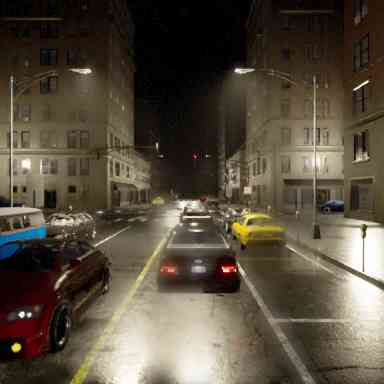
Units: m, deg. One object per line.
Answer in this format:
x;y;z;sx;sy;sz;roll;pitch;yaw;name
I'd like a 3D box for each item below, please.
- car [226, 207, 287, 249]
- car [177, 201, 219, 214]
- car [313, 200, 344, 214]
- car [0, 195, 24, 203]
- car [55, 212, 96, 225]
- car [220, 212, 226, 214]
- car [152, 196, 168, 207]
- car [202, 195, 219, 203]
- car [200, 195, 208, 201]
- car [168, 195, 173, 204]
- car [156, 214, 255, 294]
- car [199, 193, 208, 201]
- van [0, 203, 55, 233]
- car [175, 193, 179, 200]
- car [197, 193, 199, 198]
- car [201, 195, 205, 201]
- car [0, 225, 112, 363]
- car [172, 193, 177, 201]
2.699;1.525;14.255;1.752;1.417;4.829;0;0;0;car
0.187;1.492;19.390;2.128;1.511;4.902;0;0;-2;car
14.651;1.475;34.083;4.181;1.385;1.994;0;0;0;car
-18.276;1.316;31.214;5.566;2.045;2.150;0;0;0;car
-5.336;1.551;14.116;2.008;1.369;4.403;0;0;0;car
2.715;1.551;19.491;2.008;1.369;4.403;0;0;0;car
-5.181;1.525;51.909;1.752;1.417;4.829;0;0;0;car
2.822;1.551;46.367;2.008;1.369;4.403;0;0;0;car
2.982;1.558;86.139;1.947;1.339;4.313;0;0;0;car
-5.134;1.564;63.442;1.947;1.339;4.313;0;0;0;car
0.133;1.547;8.943;2.033;1.411;5.357;0;0;0;car
2.913;1.437;69.094;1.967;1.590;4.097;0;0;0;car
-5.359;1.341;8.710;1.690;1.788;3.998;0;0;0;van
-5.043;1.432;86.166;1.967;1.590;4.097;0;0;0;car
2.959;1.309;80.457;2.192;1.841;5.009;0;0;0;car
2.845;1.582;52.048;1.802;1.307;4.206;0;0;0;car
-2.819;1.564;5.990;1.994;1.385;4.181;0;0;0;car
-5.089;1.546;74.804;2.008;1.369;4.403;0;0;0;car
